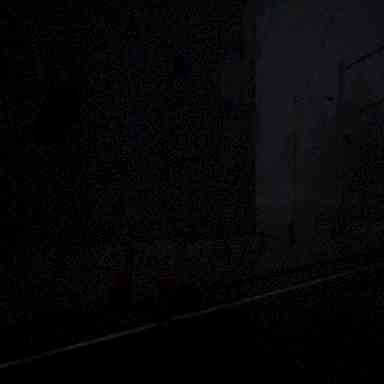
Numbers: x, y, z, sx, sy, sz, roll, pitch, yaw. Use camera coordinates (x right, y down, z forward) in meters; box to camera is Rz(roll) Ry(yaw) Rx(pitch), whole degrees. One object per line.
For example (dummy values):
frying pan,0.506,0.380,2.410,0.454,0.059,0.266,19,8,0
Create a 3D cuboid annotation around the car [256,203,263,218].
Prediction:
car,3.738,1.204,29.567,2.150,2.045,5.566,0,0,-35
